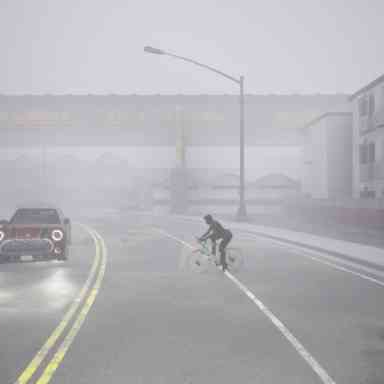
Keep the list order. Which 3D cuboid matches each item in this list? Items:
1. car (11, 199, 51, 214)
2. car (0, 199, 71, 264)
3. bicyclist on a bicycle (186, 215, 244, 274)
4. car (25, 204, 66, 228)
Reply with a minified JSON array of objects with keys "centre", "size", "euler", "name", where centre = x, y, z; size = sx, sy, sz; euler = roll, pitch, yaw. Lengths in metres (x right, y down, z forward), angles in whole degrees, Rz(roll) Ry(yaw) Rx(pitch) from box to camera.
[{"centre":[-17.837,1.572,36.677],"size":[4.902,1.511,2.128],"euler":[-1,-2,39],"name":"car"},{"centre":[-5.454,1.309,11.762],"size":[2.097,1.767,4.553],"euler":[0,0,-18],"name":"car"},{"centre":[0.633,1.448,9.205],"size":[1.656,1.620,0.582],"euler":[-2,1,-11],"name":"bicyclist on a bicycle"},{"centre":[-9.915,1.508,22.282],"size":[1.895,1.301,4.718],"euler":[1,0,-32],"name":"car"}]
